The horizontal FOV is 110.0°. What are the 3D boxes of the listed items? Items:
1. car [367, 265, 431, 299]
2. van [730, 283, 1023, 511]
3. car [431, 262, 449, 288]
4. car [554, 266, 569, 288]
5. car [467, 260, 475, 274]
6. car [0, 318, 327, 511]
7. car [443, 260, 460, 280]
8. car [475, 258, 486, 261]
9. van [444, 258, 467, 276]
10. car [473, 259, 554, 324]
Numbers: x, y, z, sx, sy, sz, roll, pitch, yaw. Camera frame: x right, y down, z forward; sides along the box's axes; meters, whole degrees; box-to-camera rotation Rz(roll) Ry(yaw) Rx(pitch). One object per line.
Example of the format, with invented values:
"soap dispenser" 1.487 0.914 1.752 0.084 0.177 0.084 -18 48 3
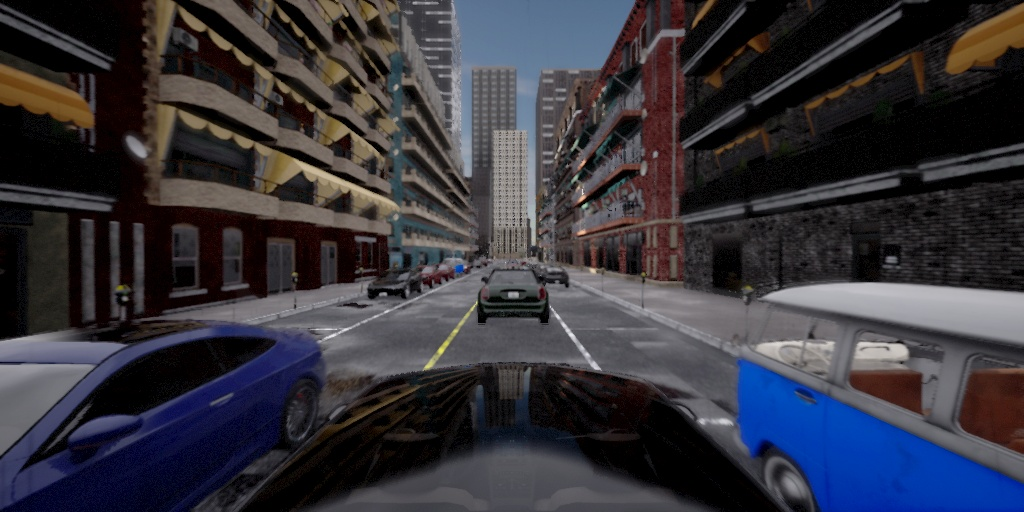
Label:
"car" -5.690 1.319 18.024 1.948 1.339 4.313 0 0 0
"van" 2.688 1.091 1.441 1.690 1.789 3.998 0 0 0
"car" -5.689 1.300 23.548 1.888 1.381 4.507 0 0 0
"car" 2.692 1.306 23.533 2.007 1.370 4.403 0 0 0
"car" -5.686 1.201 40.119 1.967 1.591 4.097 0 0 0
"car" -3.100 1.276 2.493 1.812 1.442 4.674 0 0 0
"car" -5.688 1.302 29.072 1.888 1.381 4.507 0 0 0
"car" -5.684 1.336 56.689 1.948 1.339 4.313 0 0 0
"van" -5.687 1.100 34.595 1.690 1.789 3.998 0 0 0
"car" 0.027 1.104 12.100 2.097 1.767 4.553 0 0 0
